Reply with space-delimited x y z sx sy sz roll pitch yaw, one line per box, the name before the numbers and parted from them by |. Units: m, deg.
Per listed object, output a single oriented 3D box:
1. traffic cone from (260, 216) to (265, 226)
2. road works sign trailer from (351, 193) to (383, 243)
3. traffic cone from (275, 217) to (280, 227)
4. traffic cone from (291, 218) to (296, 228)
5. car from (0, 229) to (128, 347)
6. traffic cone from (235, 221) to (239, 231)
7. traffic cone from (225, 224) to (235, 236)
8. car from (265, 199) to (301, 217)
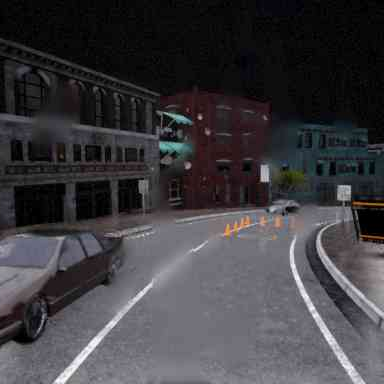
traffic cone | 4.730 1.933 22.328 0.340 0.580 0.340 2 1 19
road works sign trailer | 7.114 1.155 10.546 3.560 2.380 2.880 2 45 37
traffic cone | 5.670 1.971 22.006 0.340 0.580 0.340 2 1 18
traffic cone | 6.616 2.010 21.686 0.340 0.580 0.340 2 1 19
car | -2.934 1.499 6.710 2.033 1.411 5.357 1 0 9
traffic cone | 2.491 1.903 18.874 0.340 0.580 0.340 2 1 19
traffic cone | 1.841 1.905 16.983 0.340 0.580 0.340 2 0 19
car | 8.774 1.460 31.827 2.128 1.511 4.902 4 2 40
